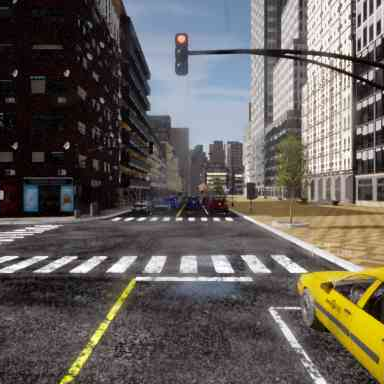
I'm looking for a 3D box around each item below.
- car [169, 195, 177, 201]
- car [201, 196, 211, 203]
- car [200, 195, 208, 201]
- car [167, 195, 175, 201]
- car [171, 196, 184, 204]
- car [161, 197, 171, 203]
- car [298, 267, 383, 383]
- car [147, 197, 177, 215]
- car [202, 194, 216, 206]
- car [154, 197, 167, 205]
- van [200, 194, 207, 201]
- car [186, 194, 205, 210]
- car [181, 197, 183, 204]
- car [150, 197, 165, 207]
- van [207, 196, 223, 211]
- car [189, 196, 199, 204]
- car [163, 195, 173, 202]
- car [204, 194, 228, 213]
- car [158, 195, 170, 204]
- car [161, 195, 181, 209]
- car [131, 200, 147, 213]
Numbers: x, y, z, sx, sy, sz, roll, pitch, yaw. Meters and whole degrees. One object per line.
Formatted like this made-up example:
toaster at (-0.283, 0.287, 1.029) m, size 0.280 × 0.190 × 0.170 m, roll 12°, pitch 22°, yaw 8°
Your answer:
car at (-5.305, 1.644, 91.696) m, size 1.887 × 1.381 × 4.507 m, roll 0°, pitch 0°, yaw 0°
car at (2.981, 1.602, 69.555) m, size 1.887 × 1.381 × 4.507 m, roll 0°, pitch 0°, yaw 0°
car at (3.053, 1.613, 86.304) m, size 1.752 × 1.417 × 4.829 m, roll 0°, pitch 0°, yaw 0°
car at (-5.329, 1.613, 86.000) m, size 1.752 × 1.417 × 4.829 m, roll 0°, pitch 0°, yaw 0°
car at (-2.729, 1.540, 63.999) m, size 2.128 × 1.511 × 4.902 m, roll 0°, pitch 0°, yaw 0°
car at (-5.399, 1.639, 69.591) m, size 1.802 × 1.307 × 4.206 m, roll 0°, pitch 0°, yaw 0°
car at (2.703, 1.525, 4.153) m, size 1.752 × 1.417 × 4.829 m, roll 0°, pitch 0°, yaw 0°
car at (-2.953, 1.558, 34.122) m, size 2.033 × 1.411 × 5.357 m, roll 0°, pitch 0°, yaw 0°
car at (2.933, 1.354, 58.501) m, size 2.192 × 1.841 × 5.009 m, roll 0°, pitch 0°, yaw 0°
car at (-5.446, 1.584, 58.536) m, size 1.887 × 1.381 × 4.507 m, roll 0°, pitch 0°, yaw 0°
van at (3.074, 1.441, 91.660) m, size 1.690 × 1.788 × 3.998 m, roll 0°, pitch 0°, yaw 0°
car at (0.260, 1.371, 43.629) m, size 2.097 × 1.767 × 4.553 m, roll 0°, pitch 0°, yaw 1°
car at (-2.841, 1.536, 53.754) m, size 1.837 × 1.490 × 4.892 m, roll 0°, pitch 0°, yaw 1°
car at (-5.469, 1.581, 53.010) m, size 2.008 × 1.369 × 4.403 m, roll 0°, pitch 0°, yaw 0°
van at (2.863, 1.358, 41.921) m, size 1.690 × 1.788 × 3.998 m, roll 0°, pitch 0°, yaw 0°
car at (0.389, 1.561, 67.824) m, size 1.837 × 1.490 × 4.892 m, roll 0°, pitch 0°, yaw 0°
car at (-5.376, 1.507, 75.117) m, size 1.967 × 1.590 × 4.097 m, roll 0°, pitch 0°, yaw 0°
car at (2.839, 1.327, 36.395) m, size 2.192 × 1.841 × 5.009 m, roll 0°, pitch 0°, yaw 0°
car at (-5.423, 1.488, 64.064) m, size 1.967 × 1.590 × 4.097 m, roll 0°, pitch 0°, yaw 0°
car at (-2.901, 1.497, 43.941) m, size 1.882 × 1.535 × 5.008 m, roll 0°, pitch 0°, yaw 0°
car at (-5.539, 1.563, 36.431) m, size 2.008 × 1.369 × 4.403 m, roll 0°, pitch 0°, yaw 0°
